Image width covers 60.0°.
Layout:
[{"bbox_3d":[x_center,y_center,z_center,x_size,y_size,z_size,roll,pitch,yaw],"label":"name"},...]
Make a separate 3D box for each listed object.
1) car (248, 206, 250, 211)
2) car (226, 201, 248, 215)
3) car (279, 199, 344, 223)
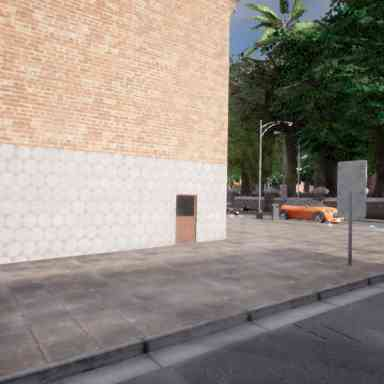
[{"bbox_3d":[4.049,1.655,36.483,1.895,1.301,4.718,2,-1,-35],"label":"car"},{"bbox_3d":[2.733,1.534,33.211,2.033,1.411,5.357,2,-1,-35],"label":"car"},{"bbox_3d":[8.755,1.344,24.606,2.097,1.767,4.553,2,-1,-35],"label":"car"}]
